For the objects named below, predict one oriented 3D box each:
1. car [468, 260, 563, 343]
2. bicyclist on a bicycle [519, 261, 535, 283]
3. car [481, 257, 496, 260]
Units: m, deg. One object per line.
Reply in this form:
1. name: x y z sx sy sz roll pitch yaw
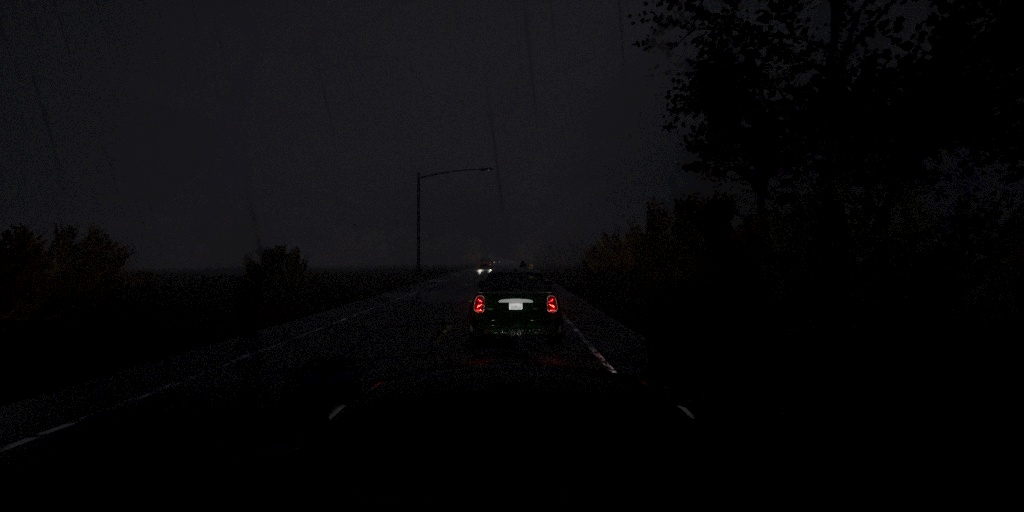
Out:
1. car: 0.073 1.099 9.795 2.097 1.767 4.553 0 0 0
2. bicyclist on a bicycle: 0.905 1.181 17.139 0.866 1.612 1.509 0 0 0
3. car: -3.978 1.088 53.582 2.097 1.767 4.553 0 0 -1
